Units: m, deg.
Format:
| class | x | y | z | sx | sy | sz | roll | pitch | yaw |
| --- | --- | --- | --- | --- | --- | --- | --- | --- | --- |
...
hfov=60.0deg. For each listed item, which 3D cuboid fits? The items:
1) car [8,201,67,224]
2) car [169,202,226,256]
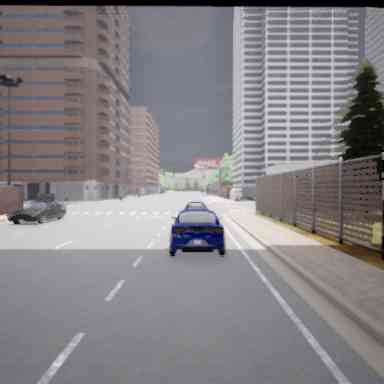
| class | x | y | z | sx | sy | sz | roll | pitch | yaw |
| --- | --- | --- | --- | --- | --- | --- | --- | --- | --- |
| car | -10.339 | 1.330 | 22.851 | 2.033 | 1.411 | 5.357 | 0 | 1 | 0 |
| car | 0.193 | 1.360 | 12.671 | 1.882 | 1.535 | 5.008 | 0 | 0 | 0 |
